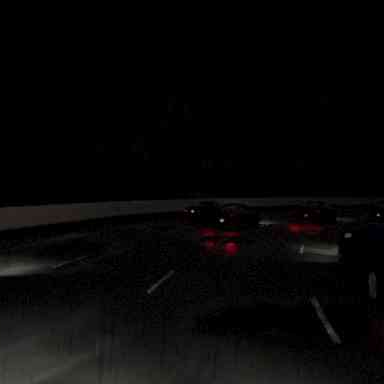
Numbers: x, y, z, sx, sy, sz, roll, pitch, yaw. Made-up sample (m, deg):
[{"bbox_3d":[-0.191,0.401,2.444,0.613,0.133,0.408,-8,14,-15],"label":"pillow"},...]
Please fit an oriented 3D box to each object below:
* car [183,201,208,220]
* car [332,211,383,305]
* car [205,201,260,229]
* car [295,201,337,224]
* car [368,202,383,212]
[{"bbox_3d":[1.479,1.447,26.150,2.033,1.411,5.357,0,0,35],"label":"car"},{"bbox_3d":[4.864,1.471,7.868,1.882,1.535,5.008,0,0,13],"label":"car"},{"bbox_3d":[2.856,1.453,21.177,1.812,1.442,4.674,0,0,29],"label":"car"},{"bbox_3d":[9.181,1.426,24.350,1.882,1.535,5.008,0,0,37],"label":"car"},{"bbox_3d":[15.185,1.499,25.886,1.812,1.442,4.674,0,0,44],"label":"car"}]
